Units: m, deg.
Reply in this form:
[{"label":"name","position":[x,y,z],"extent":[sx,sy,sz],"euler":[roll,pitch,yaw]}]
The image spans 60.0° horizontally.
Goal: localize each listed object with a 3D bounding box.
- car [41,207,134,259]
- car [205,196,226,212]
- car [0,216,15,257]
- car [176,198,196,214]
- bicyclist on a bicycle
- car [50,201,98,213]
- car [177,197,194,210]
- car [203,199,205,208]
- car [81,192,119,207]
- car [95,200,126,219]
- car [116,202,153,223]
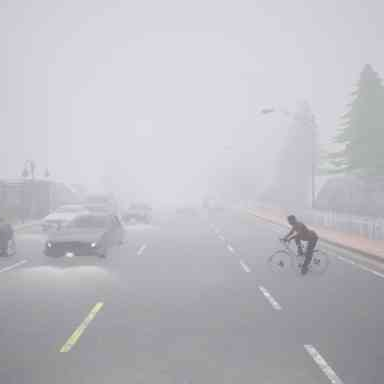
[{"label":"car","position":[-3.809,1.547,12.900],"extent":[2.033,1.411,5.357],"euler":[0,0,-1]},{"label":"car","position":[2.842,1.524,39.390],"extent":[1.812,1.442,4.674],"euler":[0,0,-1]},{"label":"car","position":[-7.255,1.352,9.822],"extent":[2.097,1.767,4.553],"euler":[0,0,-1]},{"label":"car","position":[-0.599,1.524,35.514],"extent":[1.812,1.442,4.674],"euler":[0,0,-1]},{"label":"bicyclist on a bicycle","position":[2.889,1.449,9.025],"extent":[1.656,1.620,0.582],"euler":[-2,0,-1]},{"label":"car","position":[-7.444,1.525,20.228],"extent":[1.812,1.442,4.674],"euler":[0,0,-1]},{"label":"car","position":[-0.833,1.490,44.769],"extent":[2.128,1.511,4.902],"euler":[0,0,-1]},{"label":"car","position":[2.639,1.350,48.370],"extent":[2.097,1.767,4.553],"euler":[0,0,0]},{"label":"car","position":[-7.486,1.159,26.756],"extent":[2.150,2.045,5.566],"euler":[0,3,-1]},{"label":"car","position":[-7.641,1.559,31.489],"extent":[1.812,1.442,4.674],"euler":[0,1,-1]},{"label":"car","position":[-4.049,1.547,25.437],"extent":[2.033,1.411,5.357],"euler":[0,0,-1]}]
